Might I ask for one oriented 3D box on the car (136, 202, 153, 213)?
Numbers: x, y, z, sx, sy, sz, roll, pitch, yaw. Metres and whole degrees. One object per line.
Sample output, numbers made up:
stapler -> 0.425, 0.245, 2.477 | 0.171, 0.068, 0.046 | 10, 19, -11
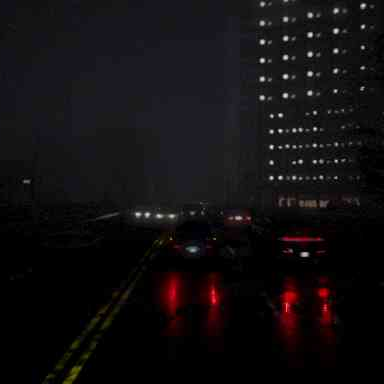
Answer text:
car -> -6.513, 2.137, 46.222 | 2.033, 1.411, 5.357 | 0, -1, 1

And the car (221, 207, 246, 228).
car -> 3.278, 1.861, 25.164 | 2.033, 1.411, 5.357 | 0, -1, 0

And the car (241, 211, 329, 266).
car -> 3.295, 1.639, 12.092 | 2.128, 1.511, 4.902 | 0, -1, 0

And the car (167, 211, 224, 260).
car -> 0.051, 1.685, 13.000 | 1.812, 1.442, 4.674 | 0, 0, 1

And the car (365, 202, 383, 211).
car -> 31.052, 2.443, 56.068 | 4.403, 1.369, 2.008 | 0, 1, 20

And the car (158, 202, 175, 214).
car -> -3.298, 2.022, 42.920 | 1.882, 1.535, 5.008 | 0, -1, 1

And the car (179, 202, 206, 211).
car -> 0.047, 1.690, 27.199 | 2.097, 1.767, 4.553 | 0, -1, 0

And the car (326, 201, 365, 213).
car -> 23.017, 2.296, 50.616 | 5.009, 1.841, 2.192 | 0, 1, 20
